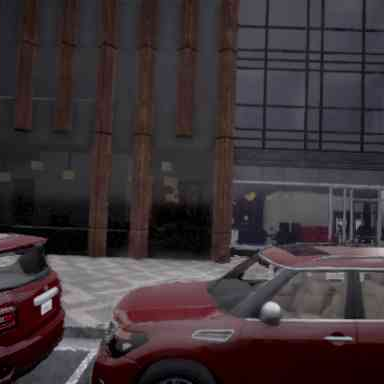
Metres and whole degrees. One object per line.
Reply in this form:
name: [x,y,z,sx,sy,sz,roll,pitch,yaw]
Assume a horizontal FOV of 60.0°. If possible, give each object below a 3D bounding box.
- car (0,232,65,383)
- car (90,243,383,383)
car: [-4.160,1.392,4.054,5.009,1.841,2.192,2,-3,1]
car: [1.473,1.582,3.997,5.009,1.841,2.192,2,-3,1]
